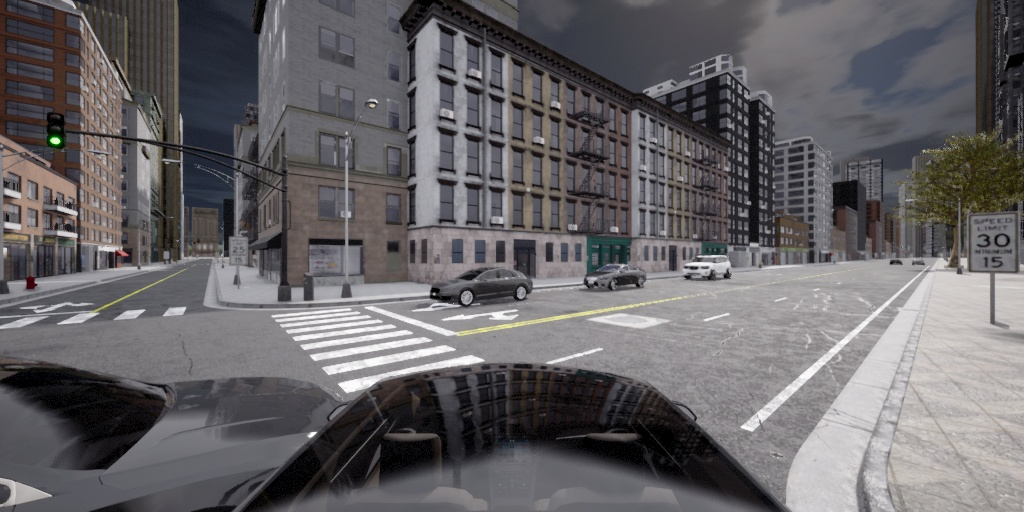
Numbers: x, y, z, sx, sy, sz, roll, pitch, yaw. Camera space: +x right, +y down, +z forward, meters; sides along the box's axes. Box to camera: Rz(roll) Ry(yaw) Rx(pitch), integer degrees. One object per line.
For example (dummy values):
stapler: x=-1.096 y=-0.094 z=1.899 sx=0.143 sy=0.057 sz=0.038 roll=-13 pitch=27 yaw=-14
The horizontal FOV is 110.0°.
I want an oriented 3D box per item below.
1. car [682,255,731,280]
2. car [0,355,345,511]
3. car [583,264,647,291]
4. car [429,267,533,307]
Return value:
car: x=16.904 y=0.959 z=30.953 sx=5.566 sy=2.045 sz=2.150 roll=0 pitch=0 yaw=-39
car: x=-3.249 y=1.257 z=1.556 sx=4.892 sy=1.490 sz=1.837 roll=0 pitch=0 yaw=-35
car: x=6.434 y=1.241 z=22.206 sx=4.902 sy=1.511 sz=2.128 roll=0 pitch=0 yaw=-40
car: x=-1.230 y=1.263 z=15.804 sx=4.892 sy=1.490 sz=1.837 roll=0 pitch=0 yaw=-40
